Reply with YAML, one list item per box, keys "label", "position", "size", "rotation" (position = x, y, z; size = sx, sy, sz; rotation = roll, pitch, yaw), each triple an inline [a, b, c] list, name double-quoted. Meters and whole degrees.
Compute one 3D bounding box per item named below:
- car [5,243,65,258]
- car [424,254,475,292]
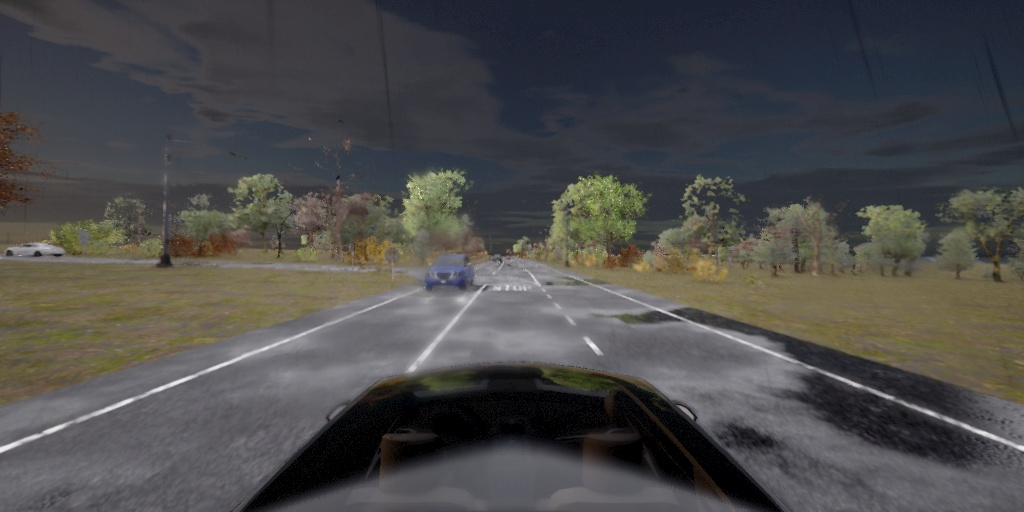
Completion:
- label: "car"
  position: [-49.279, -0.608, 37.156]
  size: [4.674, 1.442, 1.812]
  rotation: [2, 0, 0]
- label: "car"
  position: [-3.465, 0.930, 20.901]
  size: [2.150, 2.045, 5.566]
  rotation: [0, 0, 0]
